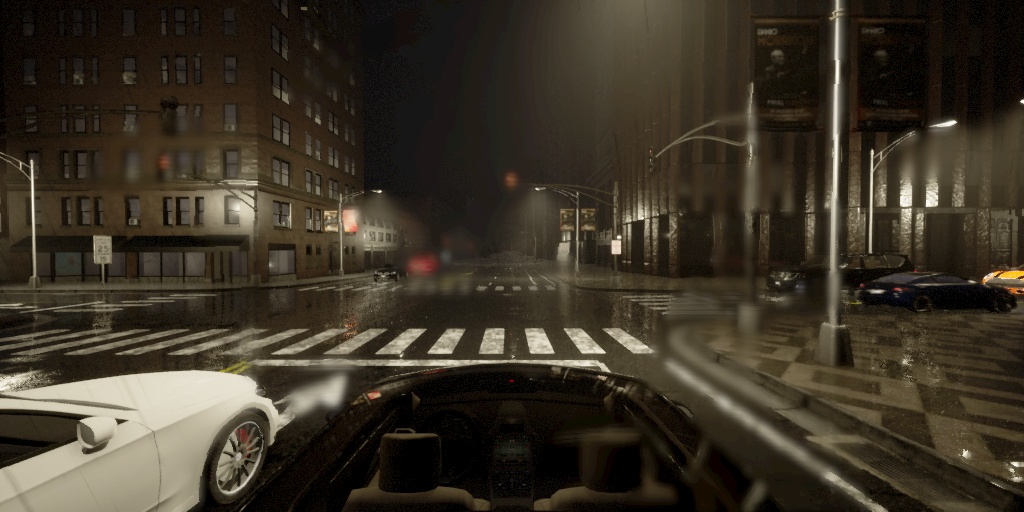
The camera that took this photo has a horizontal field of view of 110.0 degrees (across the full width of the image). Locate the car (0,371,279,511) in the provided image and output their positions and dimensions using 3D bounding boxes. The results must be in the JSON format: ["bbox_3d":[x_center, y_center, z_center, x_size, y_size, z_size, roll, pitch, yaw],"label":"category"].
[{"bbox_3d":[-3.159,1.276,1.425,1.812,1.442,4.674,0,0,2],"label":"car"}]

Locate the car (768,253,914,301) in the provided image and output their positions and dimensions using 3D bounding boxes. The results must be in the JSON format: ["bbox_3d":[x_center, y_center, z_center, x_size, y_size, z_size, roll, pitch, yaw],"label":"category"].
[{"bbox_3d":[14.868,0.868,16.250,5.566,2.045,2.150,0,1,1],"label":"car"}]

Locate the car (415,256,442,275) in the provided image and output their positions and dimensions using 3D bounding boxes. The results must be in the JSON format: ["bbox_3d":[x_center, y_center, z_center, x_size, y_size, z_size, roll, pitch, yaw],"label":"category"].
[{"bbox_3d":[-9.727,0.977,39.852,2.150,2.045,5.566,0,0,0],"label":"car"}]

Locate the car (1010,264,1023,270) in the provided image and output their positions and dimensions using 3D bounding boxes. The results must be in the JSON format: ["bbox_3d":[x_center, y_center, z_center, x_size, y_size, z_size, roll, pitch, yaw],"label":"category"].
[{"bbox_3d":[24.537,0.961,16.260,4.553,1.767,2.097,0,1,0],"label":"car"}]

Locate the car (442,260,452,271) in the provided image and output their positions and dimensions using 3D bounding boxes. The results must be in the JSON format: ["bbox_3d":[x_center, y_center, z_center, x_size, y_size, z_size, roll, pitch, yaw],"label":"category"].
[{"bbox_3d":[-9.688,1.300,50.601,2.033,1.411,5.357,0,0,0],"label":"car"}]

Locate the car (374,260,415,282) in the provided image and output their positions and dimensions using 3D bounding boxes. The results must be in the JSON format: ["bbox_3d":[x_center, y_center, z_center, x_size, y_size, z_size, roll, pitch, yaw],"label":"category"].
[{"bbox_3d":[-9.761,1.278,29.577,1.812,1.442,4.674,0,0,1],"label":"car"}]

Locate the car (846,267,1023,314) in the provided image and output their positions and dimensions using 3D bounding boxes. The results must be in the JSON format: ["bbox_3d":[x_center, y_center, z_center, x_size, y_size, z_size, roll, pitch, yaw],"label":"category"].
[{"bbox_3d":[15.312,1.265,13.081,4.181,1.385,1.994,0,1,0],"label":"car"}]
